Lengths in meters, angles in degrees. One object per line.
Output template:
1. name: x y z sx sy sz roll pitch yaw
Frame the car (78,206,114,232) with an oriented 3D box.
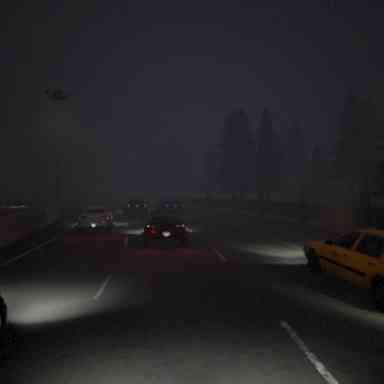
1. car: -5.743 1.542 20.091 1.812 1.442 4.674 0 0 -11

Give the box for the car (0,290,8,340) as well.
1. car: -3.623 1.533 3.075 1.812 1.442 4.674 0 0 -2

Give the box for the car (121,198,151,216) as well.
1. car: -5.891 1.373 33.658 2.097 1.767 4.553 0 0 -19

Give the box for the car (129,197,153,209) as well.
1. car: -7.155 1.505 46.130 1.882 1.535 5.008 0 0 -26

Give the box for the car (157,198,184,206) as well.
1. car: -2.319 1.366 34.175 2.097 1.767 4.553 0 0 -19

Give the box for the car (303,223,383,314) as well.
1. car: 4.244 1.450 7.498 1.801 1.575 5.366 0 0 -4

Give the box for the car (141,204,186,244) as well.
1. car: -1.389 1.533 15.825 1.812 1.442 4.674 0 0 -9
